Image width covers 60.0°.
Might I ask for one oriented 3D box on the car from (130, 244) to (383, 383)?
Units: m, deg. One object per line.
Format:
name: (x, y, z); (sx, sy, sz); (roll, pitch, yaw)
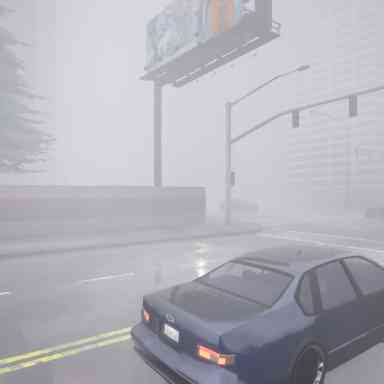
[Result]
car: (1.796, 1.547, 5.044); (5.357, 1.411, 2.033); (0, 0, -37)

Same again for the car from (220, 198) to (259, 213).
car: (5.174, 1.478, 36.675); (1.882, 1.535, 5.008); (0, 1, -35)

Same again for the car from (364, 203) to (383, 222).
car: (15.725, 1.477, 25.004); (5.008, 1.535, 1.882); (0, 1, 32)
